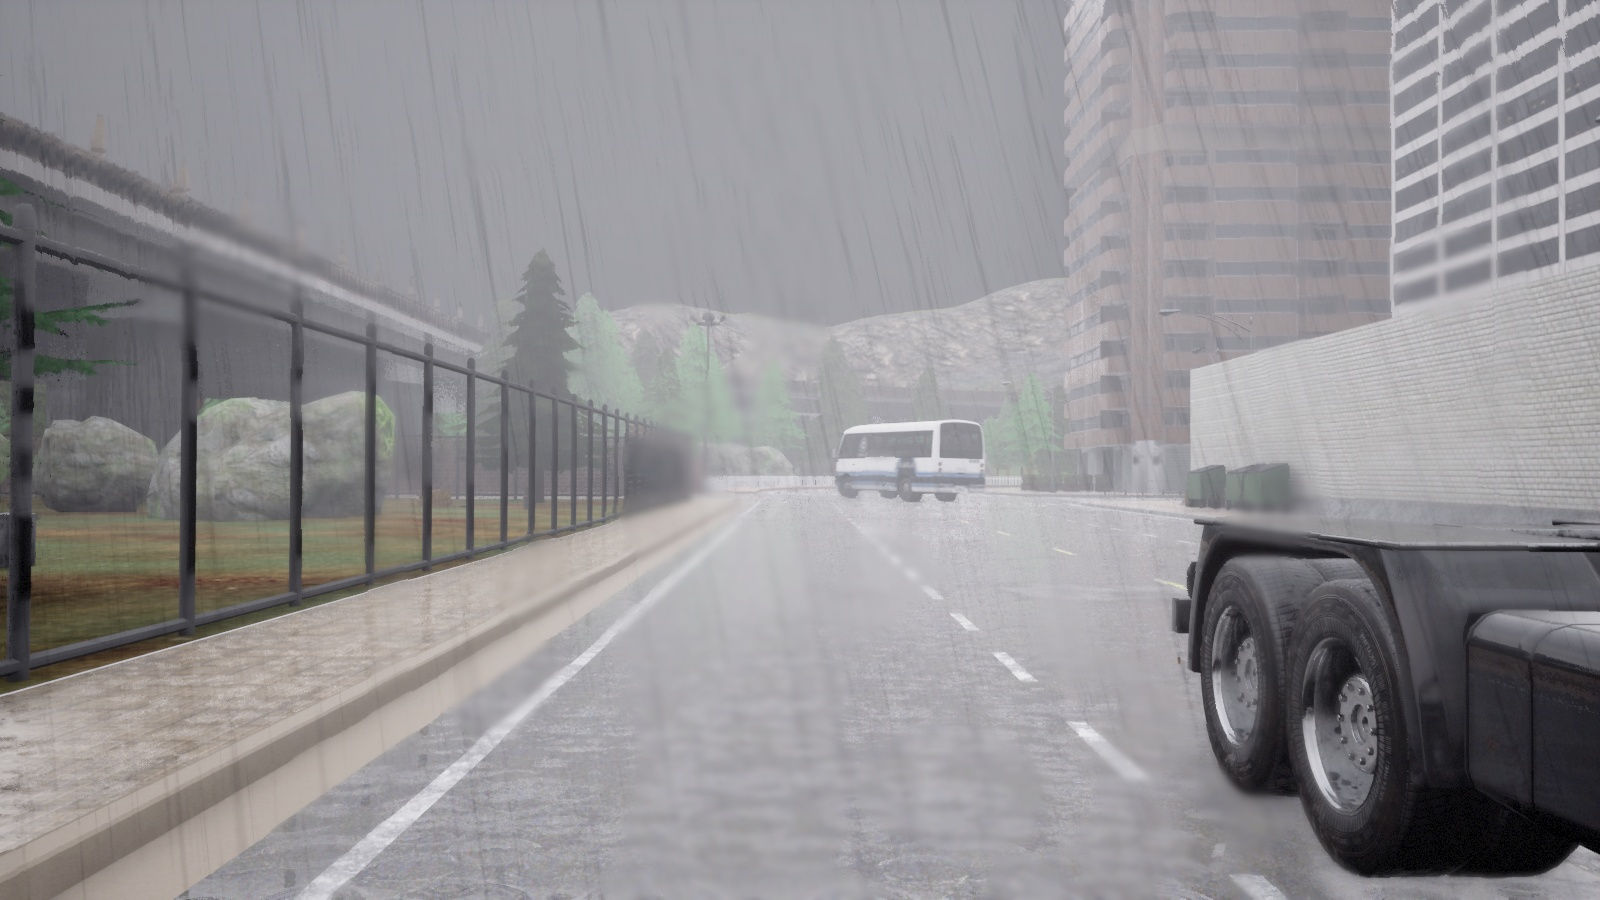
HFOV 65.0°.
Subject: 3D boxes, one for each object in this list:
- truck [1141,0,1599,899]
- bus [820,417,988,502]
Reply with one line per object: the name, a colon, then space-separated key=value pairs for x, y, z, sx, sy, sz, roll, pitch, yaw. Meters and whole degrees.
truck: x=3.487 y=-0.123 z=3.466 sx=2.891 sy=3.462 sz=7.936 roll=0 pitch=-1 yaw=0
bus: x=5.454 y=0.606 z=68.796 sx=3.944 sy=4.253 sz=10.273 roll=2 pitch=-2 yaw=-30
